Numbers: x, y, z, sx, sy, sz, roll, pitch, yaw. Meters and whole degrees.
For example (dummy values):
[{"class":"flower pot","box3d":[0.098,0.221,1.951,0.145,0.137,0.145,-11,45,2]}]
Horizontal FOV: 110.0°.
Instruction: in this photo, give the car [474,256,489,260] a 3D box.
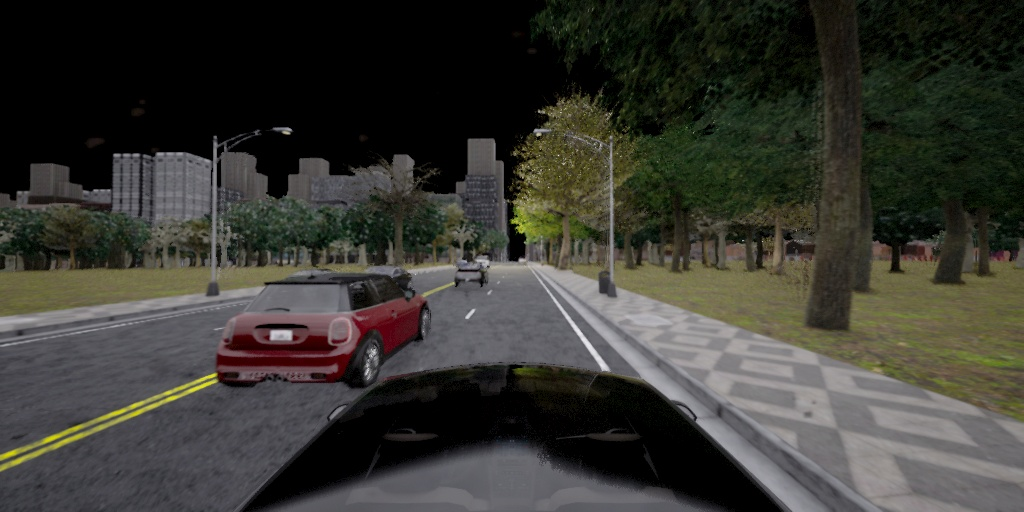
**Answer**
[{"class":"car","box3d":[-5.011,1.066,59.889,2.150,2.045,5.566,0,0,2]}]

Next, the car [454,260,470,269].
[{"class":"car","box3d":[-8.260,1.369,59.968,1.812,1.442,4.674,0,0,2]}]

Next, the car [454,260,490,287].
[{"class":"car","box3d":[-2.624,1.236,24.139,2.128,1.511,4.902,0,0,2]}]

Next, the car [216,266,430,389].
[{"class":"car","box3d":[-3.094,1.098,7.021,2.097,1.767,4.553,0,0,2]}]

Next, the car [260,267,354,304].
[{"class":"car","box3d":[-9.520,1.304,17.084,1.994,1.385,4.181,0,0,2]}]

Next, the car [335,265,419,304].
[{"class":"car","box3d":[-6.260,1.232,17.410,2.128,1.511,4.902,0,0,2]}]
